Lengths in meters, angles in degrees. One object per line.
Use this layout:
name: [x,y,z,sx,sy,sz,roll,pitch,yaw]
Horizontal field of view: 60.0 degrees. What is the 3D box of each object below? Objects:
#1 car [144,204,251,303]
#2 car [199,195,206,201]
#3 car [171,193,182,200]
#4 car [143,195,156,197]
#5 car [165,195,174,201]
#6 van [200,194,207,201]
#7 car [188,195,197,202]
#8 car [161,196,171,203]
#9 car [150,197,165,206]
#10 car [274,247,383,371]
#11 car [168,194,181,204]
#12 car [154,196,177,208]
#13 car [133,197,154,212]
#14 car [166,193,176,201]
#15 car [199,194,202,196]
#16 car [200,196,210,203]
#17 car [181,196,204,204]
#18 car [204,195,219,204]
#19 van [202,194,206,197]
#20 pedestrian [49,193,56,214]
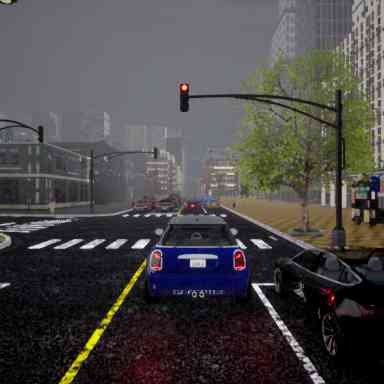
car: [0.111,1.353,8.350,2.097,1.767,4.553,0,0,0]
car: [2.812,1.534,88.289,1.752,1.417,4.829,0,0,0]
car: [-2.991,1.226,58.986,2.150,2.045,5.566,0,0,1]
car: [-5.627,1.318,43.720,2.192,1.841,5.009,0,0,0]
car: [-5.576,1.559,82.577,2.008,1.369,4.403,0,0,0]
van: [2.806,1.349,82.568,1.690,1.788,3.998,0,0,0]
car: [0.107,1.547,79.184,2.033,1.411,5.357,0,0,0]
car: [-5.591,1.532,71.305,1.752,1.417,4.829,0,0,0]
car: [-5.614,1.555,54.822,2.008,1.369,4.403,0,0,0]
car: [2.701,1.566,5.682,1.947,1.339,4.313,0,0,0]
car: [-3.032,1.481,48.489,1.882,1.535,5.008,0,0,0]
car: [-3.041,1.528,38.455,1.812,1.442,4.674,0,0,-2]
car: [-5.636,1.584,38.169,1.802,1.307,4.206,0,0,0]
car: [-5.568,1.324,88.128,2.192,1.841,5.009,0,0,0]
car: [2.774,1.556,60.364,2.008,1.369,4.403,0,0,0]
car: [2.789,1.572,71.466,1.947,1.339,4.313,0,0,0]
car: [0.098,1.567,40.551,1.994,1.385,4.181,0,0,1]
car: [2.752,1.528,43.881,1.752,1.417,4.829,0,0,0]
van: [2.760,1.345,49.263,1.690,1.788,3.998,0,0,0]
pedestrian: [-12.710,1.039,30.183,0.375,1.860,0.375,0,-1,-1]
